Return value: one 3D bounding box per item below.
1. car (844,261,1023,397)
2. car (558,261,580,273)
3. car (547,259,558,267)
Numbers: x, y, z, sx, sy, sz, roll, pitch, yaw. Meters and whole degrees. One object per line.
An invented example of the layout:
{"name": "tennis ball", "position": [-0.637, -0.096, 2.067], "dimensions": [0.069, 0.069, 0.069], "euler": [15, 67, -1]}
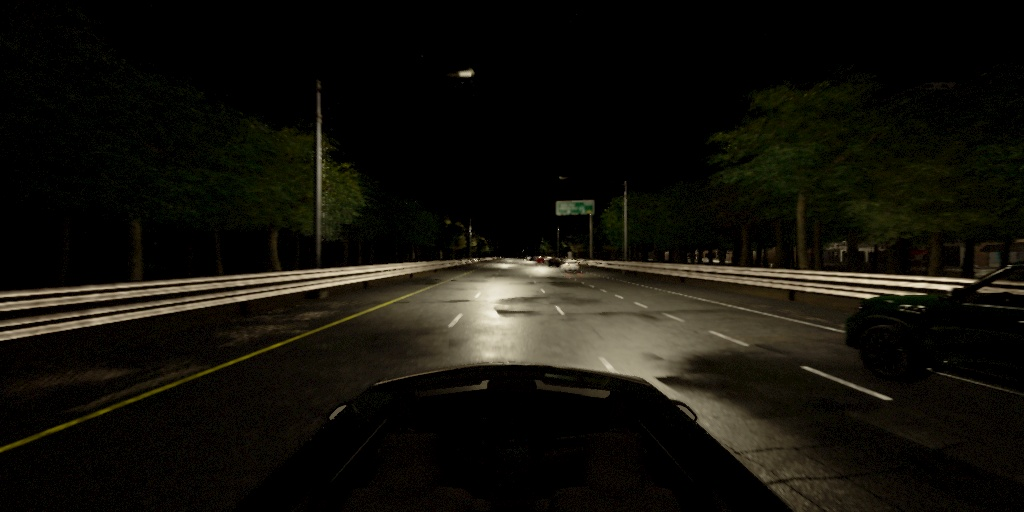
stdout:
{"name": "car", "position": [6.998, 0.977, 3.966], "dimensions": [2.150, 2.045, 5.566], "euler": [0, 0, 0]}
{"name": "car", "position": [7.098, 1.274, 43.945], "dimensions": [1.812, 1.442, 4.674], "euler": [0, 0, 0]}
{"name": "car", "position": [7.194, 1.212, 62.876], "dimensions": [1.882, 1.535, 5.008], "euler": [0, 0, 0]}
